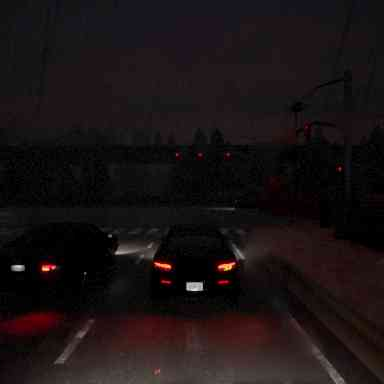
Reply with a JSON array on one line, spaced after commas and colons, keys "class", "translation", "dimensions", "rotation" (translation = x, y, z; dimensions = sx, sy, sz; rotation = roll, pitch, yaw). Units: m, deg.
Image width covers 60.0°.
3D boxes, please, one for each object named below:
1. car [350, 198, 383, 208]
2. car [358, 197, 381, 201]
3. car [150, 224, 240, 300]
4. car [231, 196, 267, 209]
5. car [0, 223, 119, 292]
[{"class": "car", "translation": [24.869, 1.564, 46.848], "dimensions": [4.181, 1.385, 1.994], "rotation": [0, 0, 0]}, {"class": "car", "translation": [22.416, 1.477, 43.358], "dimensions": [5.008, 1.535, 1.882], "rotation": [0, 0, 0]}, {"class": "car", "translation": [0.064, 1.526, 8.251], "dimensions": [1.812, 1.442, 4.674], "rotation": [0, 0, 0]}, {"class": "car", "translation": [7.667, 1.565, 43.421], "dimensions": [4.181, 1.385, 1.994], "rotation": [0, 0, 0]}, {"class": "car", "translation": [-3.429, 1.547, 9.069], "dimensions": [2.033, 1.411, 5.357], "rotation": [0, 0, 0]}]
